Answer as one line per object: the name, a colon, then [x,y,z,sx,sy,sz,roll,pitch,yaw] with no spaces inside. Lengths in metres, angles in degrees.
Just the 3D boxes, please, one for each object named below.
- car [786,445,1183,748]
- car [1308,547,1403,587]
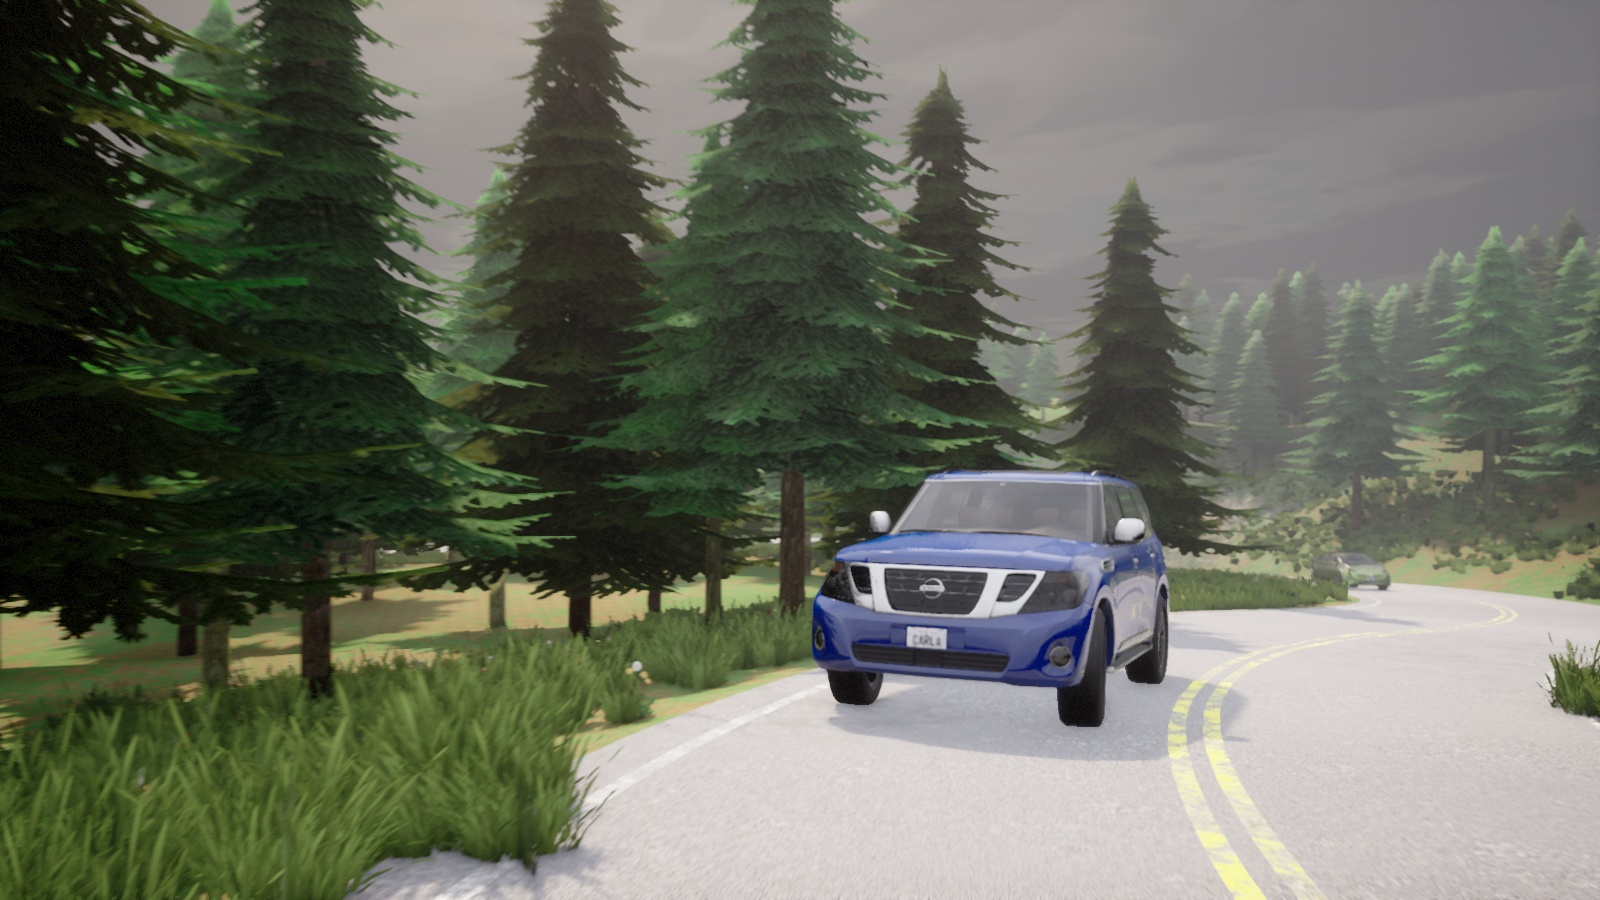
car: [2.029,1.162,11.499,2.150,2.045,5.566,0,-4,24]
car: [22.413,4.691,50.861,2.007,1.525,4.514,0,-4,3]
